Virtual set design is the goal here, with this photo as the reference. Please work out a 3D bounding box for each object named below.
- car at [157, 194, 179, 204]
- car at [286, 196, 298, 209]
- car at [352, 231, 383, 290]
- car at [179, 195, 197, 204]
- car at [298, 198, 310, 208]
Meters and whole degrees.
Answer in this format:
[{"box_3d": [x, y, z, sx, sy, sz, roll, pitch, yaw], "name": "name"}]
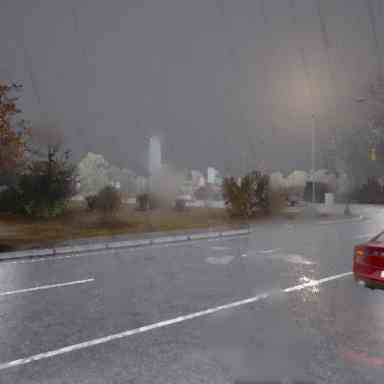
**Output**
[{"box_3d": [-4.902, 1.144, 57.301, 2.097, 1.767, 4.553, -1, 0, -38], "name": "car"}, {"box_3d": [9.466, 1.273, 39.297, 2.128, 1.511, 4.902, -1, 0, -39], "name": "car"}, {"box_3d": [5.816, 1.444, 7.879, 5.008, 1.535, 1.882, 0, 0, -35], "name": "car"}, {"box_3d": [-1.120, 1.286, 58.164, 1.812, 1.442, 4.674, -1, 0, -38], "name": "car"}, {"box_3d": [12.269, 1.242, 41.395, 2.128, 1.511, 4.902, -1, 0, -39], "name": "car"}]
